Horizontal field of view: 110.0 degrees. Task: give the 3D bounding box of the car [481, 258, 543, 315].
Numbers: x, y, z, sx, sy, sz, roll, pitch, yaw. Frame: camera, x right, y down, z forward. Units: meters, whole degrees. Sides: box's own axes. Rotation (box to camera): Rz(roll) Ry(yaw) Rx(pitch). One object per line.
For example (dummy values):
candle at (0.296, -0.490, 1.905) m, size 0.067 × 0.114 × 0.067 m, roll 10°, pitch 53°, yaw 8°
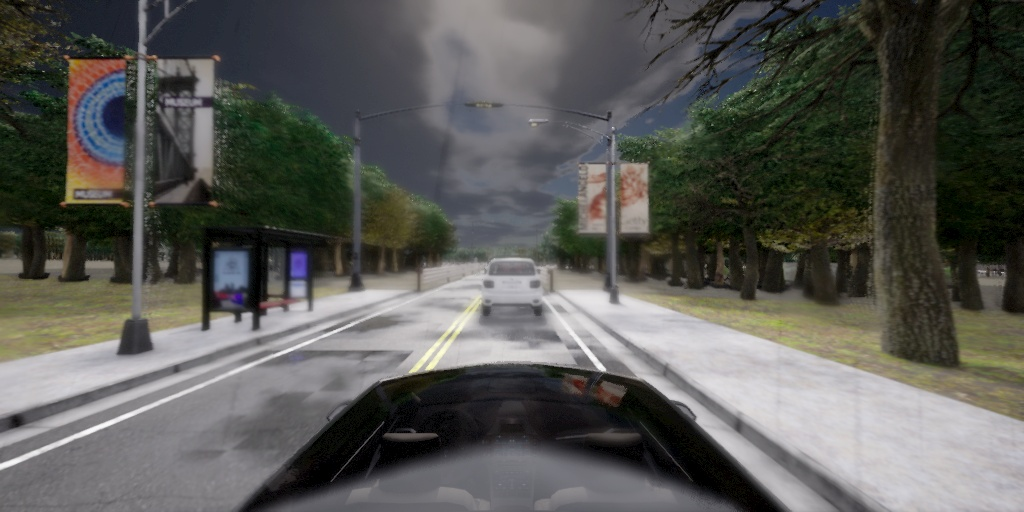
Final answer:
car at (0.017, 1.108, 14.438) m, size 2.150 × 2.045 × 5.566 m, roll 0°, pitch 0°, yaw 0°
